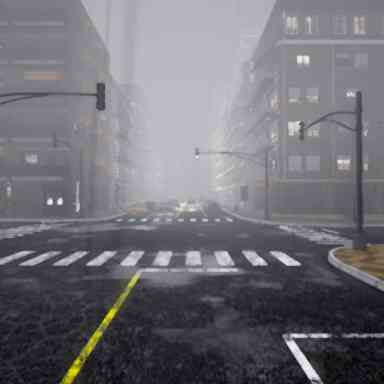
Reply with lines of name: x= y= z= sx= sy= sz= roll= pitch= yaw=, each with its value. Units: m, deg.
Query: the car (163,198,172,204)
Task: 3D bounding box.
car: x=-5.805 y=2.101 z=79.470 sx=1.887 sy=1.381 sz=4.507 roll=1 pitch=0 yaw=0

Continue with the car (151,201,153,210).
car: x=-5.754 y=1.866 z=46.330 sx=1.887 sy=1.381 sz=4.507 roll=1 pitch=0 yaw=0

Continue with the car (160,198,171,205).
car: x=-5.796 y=2.068 z=73.946 sx=2.008 sy=1.369 sz=4.403 roll=1 pitch=0 yaw=0

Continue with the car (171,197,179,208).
car: x=-3.138 y=1.922 z=56.942 sx=1.812 sy=1.442 sz=4.674 roll=0 pitch=0 yaw=0

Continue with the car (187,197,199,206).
car: x=-0.100 y=2.012 z=66.645 sx=2.033 sy=1.411 sz=5.357 roll=0 pitch=0 yaw=0

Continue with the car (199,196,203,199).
car: x=2.579 y=1.872 z=79.471 sx=2.192 sy=1.841 sz=5.009 roll=1 pitch=0 yaw=0

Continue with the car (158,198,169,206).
car: x=-5.788 y=2.001 z=68.253 sx=1.752 sy=1.417 sz=4.829 roll=1 pitch=0 yaw=0

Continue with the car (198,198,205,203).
car: x=2.559 y=2.203 z=90.515 sx=1.947 sy=1.339 sz=4.313 roll=1 pitch=0 yaw=0

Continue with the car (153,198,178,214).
car: x=-3.150 y=1.828 z=40.479 sx=2.033 sy=1.411 sz=5.357 roll=0 pitch=0 yaw=0

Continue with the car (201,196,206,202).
car: x=2.628 y=1.762 z=46.329 sx=1.967 sy=1.590 sz=4.097 roll=1 pitch=0 yaw=0

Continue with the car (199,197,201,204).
car: x=2.610 y=1.982 z=57.375 sx=1.802 sy=1.307 sz=4.206 roll=1 pitch=0 yaw=0

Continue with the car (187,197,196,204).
car: x=-0.118 y=1.995 z=77.068 sx=1.812 sy=1.442 sz=4.674 roll=0 pitch=0 yaw=0

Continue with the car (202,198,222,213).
car: x=2.636 y=1.828 z=40.805 sx=1.887 sy=1.381 sz=4.507 roll=1 pitch=0 yaw=0

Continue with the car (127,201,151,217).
car: x=-5.736 y=1.768 z=35.113 sx=1.752 sy=1.417 sz=4.829 roll=1 pitch=0 yaw=0
